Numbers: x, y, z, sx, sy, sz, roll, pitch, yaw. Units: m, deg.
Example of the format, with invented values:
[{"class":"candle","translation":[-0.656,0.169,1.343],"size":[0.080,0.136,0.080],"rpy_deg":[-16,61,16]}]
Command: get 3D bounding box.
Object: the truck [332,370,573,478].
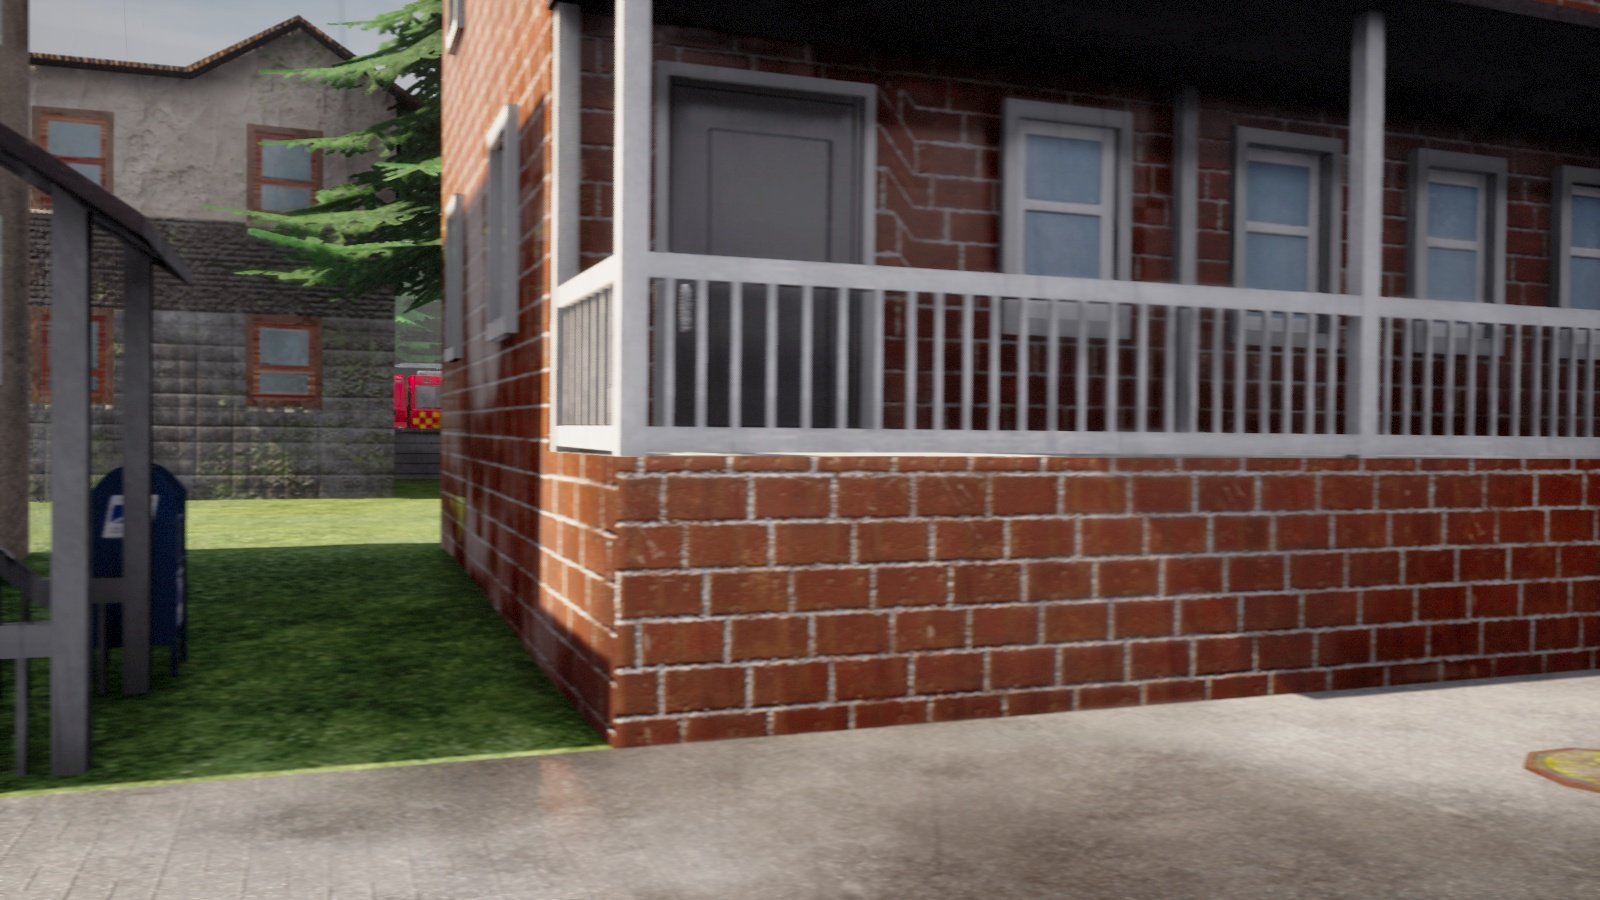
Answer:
[{"class":"truck","translation":[-13.058,-0.995,47.262],"size":[8.468,3.827,2.891],"rpy_deg":[-1,1,-21]}]
